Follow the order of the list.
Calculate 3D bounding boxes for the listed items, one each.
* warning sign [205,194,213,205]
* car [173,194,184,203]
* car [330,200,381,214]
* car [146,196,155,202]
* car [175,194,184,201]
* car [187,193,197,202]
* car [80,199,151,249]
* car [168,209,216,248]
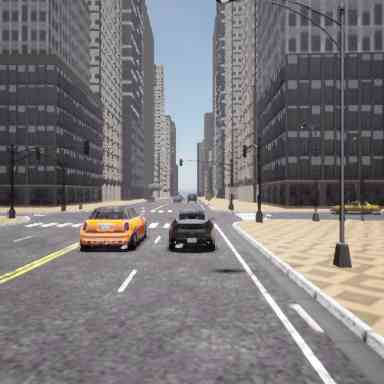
[{"bbox_3d":[2.853,1.202,54.917,1.300,1.860,1.060,0,0,0],"label":"warning sign"},{"bbox_3d":[-3.250,1.580,74.183,2.128,1.511,4.902,0,0,0],"label":"car"},{"bbox_3d":[17.088,1.567,34.931,4.829,1.417,1.752,0,0,2],"label":"car"},{"bbox_3d":[-9.750,1.674,78.539,1.837,1.490,4.892,0,0,0],"label":"car"},{"bbox_3d":[-3.250,1.410,87.488,2.097,1.767,4.553,0,0,0],"label":"car"},{"bbox_3d":[0.000,1.262,73.797,2.150,2.045,5.566,0,0,0],"label":"car"},{"bbox_3d":[-3.250,1.372,14.621,2.097,1.767,4.553,0,0,0],"label":"car"},{"bbox_3d":[0.000,1.522,14.651,1.837,1.490,4.892,0,0,0],"label":"car"}]
